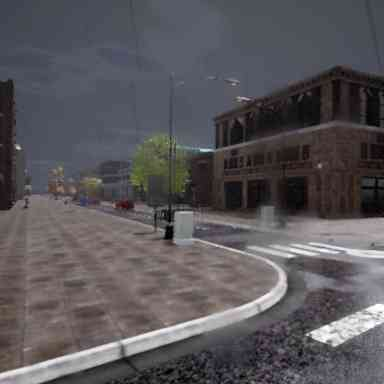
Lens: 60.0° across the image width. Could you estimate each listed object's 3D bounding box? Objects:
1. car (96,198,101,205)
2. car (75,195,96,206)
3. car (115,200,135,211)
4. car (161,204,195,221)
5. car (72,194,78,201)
[{"bbox_3d":[-18.560,1.797,63.847,1.802,1.307,4.206,1,-1,-26],"label":"car"},{"bbox_3d":[-18.919,1.638,58.941,1.882,1.535,5.008,1,-1,-26],"label":"car"},{"bbox_3d":[-8.899,1.721,43.968,1.887,1.381,4.507,1,-1,-26],"label":"car"},{"bbox_3d":[-1.242,1.695,28.279,2.008,1.369,4.403,1,-1,-26],"label":"car"},{"bbox_3d":[-30.631,1.578,88.700,2.192,1.841,5.009,1,-1,-26],"label":"car"}]
